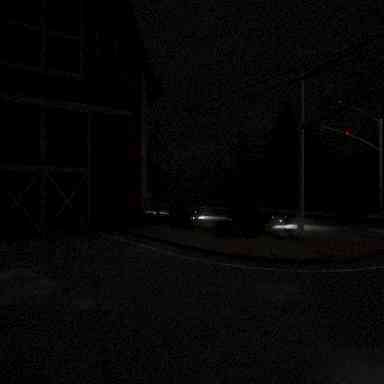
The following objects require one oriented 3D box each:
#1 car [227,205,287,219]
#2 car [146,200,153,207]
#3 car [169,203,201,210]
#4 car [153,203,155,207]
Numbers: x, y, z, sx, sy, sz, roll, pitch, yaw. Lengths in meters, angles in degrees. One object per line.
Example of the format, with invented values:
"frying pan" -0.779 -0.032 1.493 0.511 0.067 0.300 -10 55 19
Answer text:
"car" 4.918 1.721 26.225 2.033 1.411 5.357 0 0 -34
"car" -7.417 1.889 44.245 1.895 1.301 4.718 0 0 -34
"car" -0.745 1.791 34.496 1.994 1.385 4.181 0 0 -34
"car" -7.350 1.888 50.681 1.994 1.385 4.181 0 0 -34
